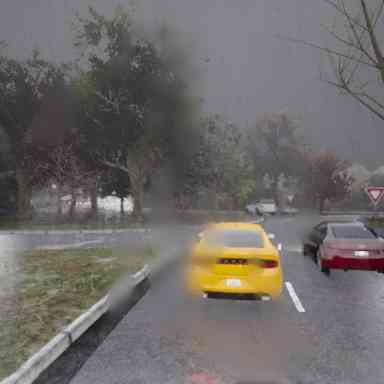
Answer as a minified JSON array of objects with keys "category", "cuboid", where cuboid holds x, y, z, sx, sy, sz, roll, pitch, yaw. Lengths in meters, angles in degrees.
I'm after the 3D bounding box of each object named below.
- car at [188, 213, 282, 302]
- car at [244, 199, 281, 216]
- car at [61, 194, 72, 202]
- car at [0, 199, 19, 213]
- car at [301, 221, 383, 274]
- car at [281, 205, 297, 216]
[{"category":"car","cuboid":[1.116,1.517,8.497,1.882,1.535,5.008,0,-1,8]},{"category":"car","cuboid":[8.645,1.972,42.535,2.150,2.045,5.566,0,-2,-14]},{"category":"car","cuboid":[-32.853,1.883,85.267,1.946,1.575,5.366,0,2,-12]},{"category":"car","cuboid":[-26.922,2.045,46.135,2.150,2.045,5.566,-1,-2,29]},{"category":"car","cuboid":[4.804,1.617,10.744,1.994,1.385,4.181,0,-1,10]},{"category":"car","cuboid":[11.668,2.376,43.457,1.895,1.301,4.718,0,-1,-15]}]
